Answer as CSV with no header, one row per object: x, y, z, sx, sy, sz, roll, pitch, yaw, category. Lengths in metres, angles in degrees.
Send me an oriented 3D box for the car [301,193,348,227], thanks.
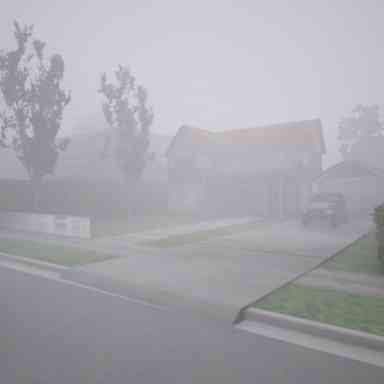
7.899,1.016,19.684,1.905,1.878,3.866,0,0,36,car
